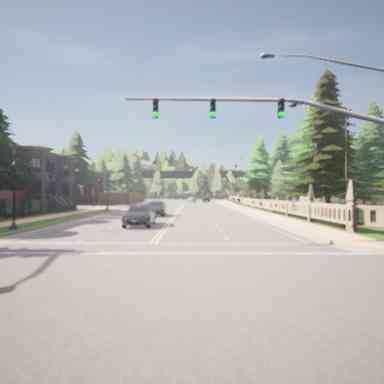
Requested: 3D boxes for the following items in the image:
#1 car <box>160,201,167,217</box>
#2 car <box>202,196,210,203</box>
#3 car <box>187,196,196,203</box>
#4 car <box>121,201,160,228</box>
[{"bbox_3d":[-3.584,1.660,33.519,1.837,1.490,4.892,0,0,0],"label":"car"},{"bbox_3d":[3.460,1.795,80.989,1.837,1.490,4.892,0,0,0],"label":"car"},{"bbox_3d":[-0.040,1.819,80.988,1.812,1.442,4.674,0,0,0],"label":"car"},{"bbox_3d":[-3.607,1.612,23.150,1.837,1.490,4.892,0,0,0],"label":"car"}]
